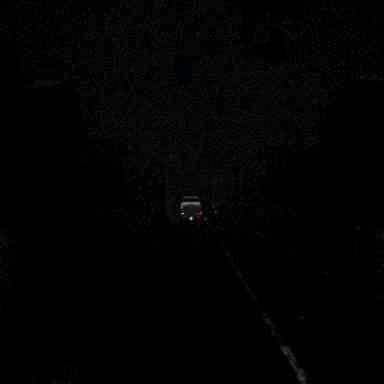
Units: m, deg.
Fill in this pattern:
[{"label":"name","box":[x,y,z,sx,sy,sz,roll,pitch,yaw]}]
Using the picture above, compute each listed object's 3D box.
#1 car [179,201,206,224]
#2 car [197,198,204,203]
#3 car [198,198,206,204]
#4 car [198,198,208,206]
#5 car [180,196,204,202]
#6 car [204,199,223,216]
[{"label":"car","box":[-0.051,1.722,26.508,1.812,1.442,4.674,0,0,0]},{"label":"car","box":[2.250,2.266,91.206,1.887,1.381,4.507,-1,0,0]},{"label":"car","box":[2.296,2.212,80.141,1.802,1.307,4.206,-1,0,0]},{"label":"car","box":[2.341,2.083,69.077,1.887,1.381,4.507,-1,0,0]},{"label":"car","box":[-0.115,1.493,36.260,2.150,2.045,5.566,0,0,0]},{"label":"car","box":[2.474,1.825,36.633,2.008,1.369,4.403,-1,0,0]}]
